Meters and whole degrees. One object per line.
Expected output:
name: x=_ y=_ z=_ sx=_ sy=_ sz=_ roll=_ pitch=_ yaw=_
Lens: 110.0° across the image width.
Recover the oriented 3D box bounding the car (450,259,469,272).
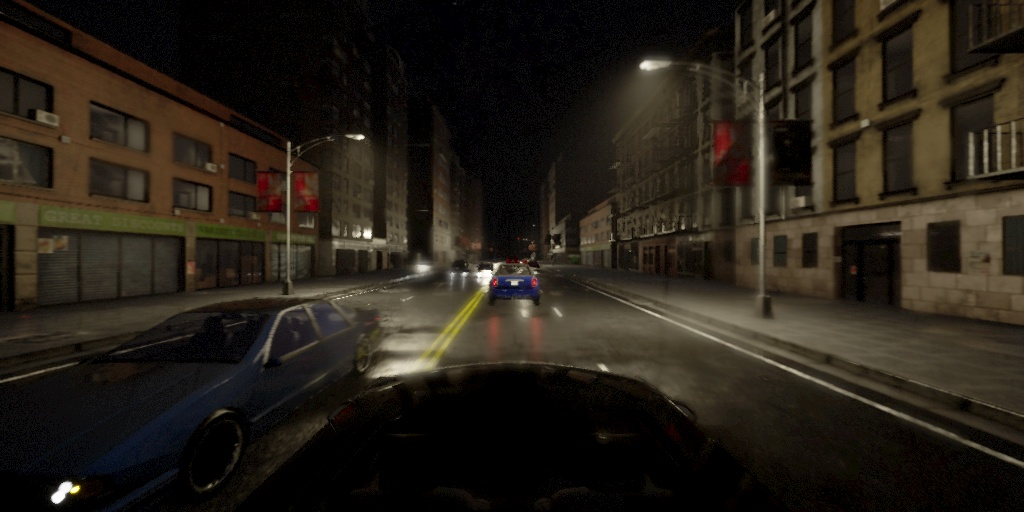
car: x=-6.548 y=1.253 z=45.503 sx=1.837 sy=1.490 sz=4.892 roll=0 pitch=-1 yaw=0

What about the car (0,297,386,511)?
car: x=-3.348 y=1.298 z=4.652 sx=2.033 sy=1.411 sz=5.357 roll=0 pitch=0 yaw=0

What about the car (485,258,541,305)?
car: x=0.110 y=1.101 z=16.240 sx=2.097 sy=1.767 sz=4.553 roll=0 pitch=0 yaw=0

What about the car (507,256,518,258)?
car: x=0.134 y=0.963 z=57.943 sx=2.150 sy=2.045 sz=5.566 roll=0 pitch=0 yaw=0

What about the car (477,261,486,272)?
car: x=-3.307 y=1.346 z=45.711 sx=1.895 sy=1.301 sz=4.718 roll=0 pitch=0 yaw=0
